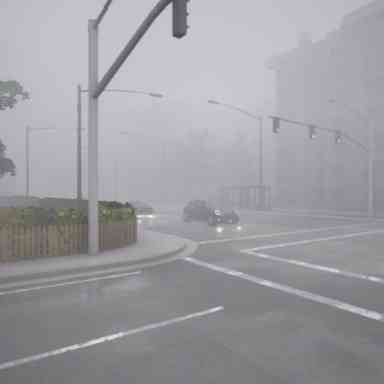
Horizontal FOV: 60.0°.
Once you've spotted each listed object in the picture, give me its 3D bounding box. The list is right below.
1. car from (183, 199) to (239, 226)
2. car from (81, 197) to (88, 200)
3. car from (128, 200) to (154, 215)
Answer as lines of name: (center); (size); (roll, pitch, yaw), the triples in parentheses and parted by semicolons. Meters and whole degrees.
car: (1.265, 1.344, 23.773); (2.097, 1.767, 4.553); (0, 0, -35)
car: (-15.681, 1.501, 48.426); (1.837, 1.490, 4.892); (0, 0, -34)
car: (-5.527, 1.556, 33.592); (1.994, 1.385, 4.181); (0, 0, -35)
